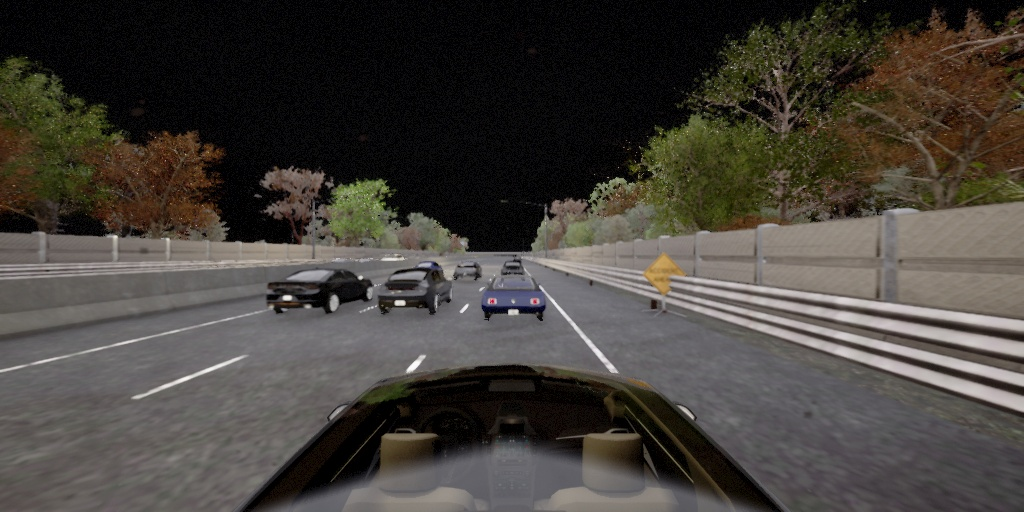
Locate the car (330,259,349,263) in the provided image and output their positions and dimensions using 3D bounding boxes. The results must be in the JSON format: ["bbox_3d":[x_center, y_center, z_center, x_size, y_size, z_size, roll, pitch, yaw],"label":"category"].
[{"bbox_3d":[-24.563,1.078,51.826,2.033,1.411,5.357,0,0,1],"label":"car"}]

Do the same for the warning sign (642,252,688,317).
[{"bbox_3d":[4.548,0.818,10.758,1.300,1.860,1.060,0,0,0],"label":"warning sign"}]

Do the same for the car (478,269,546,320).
[{"bbox_3d":[0.060,1.296,12.354,1.895,1.301,4.718,0,0,0],"label":"car"}]

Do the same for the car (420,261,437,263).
[{"bbox_3d":[-6.930,1.142,29.809,1.812,1.442,4.674,0,0,0],"label":"car"}]

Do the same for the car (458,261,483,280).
[{"bbox_3d":[-3.437,1.113,28.808,2.128,1.511,4.902,0,0,0],"label":"car"}]

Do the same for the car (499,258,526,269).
[{"bbox_3d":[0.063,1.127,28.859,1.837,1.490,4.892,0,1,0],"label":"car"}]

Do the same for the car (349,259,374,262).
[{"bbox_3d":[-21.066,1.078,51.946,2.033,1.411,5.357,0,0,1],"label":"car"}]

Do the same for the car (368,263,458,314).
[{"bbox_3d":[-3.435,1.194,13.477,1.837,1.490,4.892,0,0,0],"label":"car"}]

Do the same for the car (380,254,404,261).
[{"bbox_3d":[-17.569,0.749,52.620,2.150,2.045,5.566,0,0,0],"label":"car"}]

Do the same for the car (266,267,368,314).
[{"bbox_3d":[-6.933,1.167,13.568,1.882,1.535,5.008,0,-1,0],"label":"car"}]
